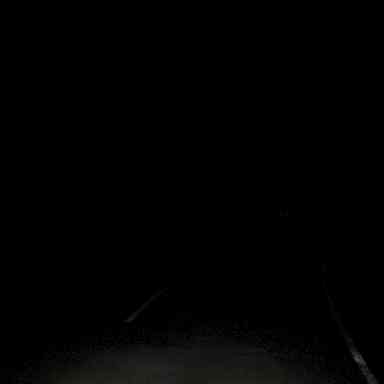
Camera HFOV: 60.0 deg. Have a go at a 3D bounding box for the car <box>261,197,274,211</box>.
[{"bbox_3d":[9.075,1.355,38.589,4.902,1.511,2.128,0,0,-36],"label":"car"}]

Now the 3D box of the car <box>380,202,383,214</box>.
[{"bbox_3d":[21.298,1.339,33.927,4.553,1.767,2.097,0,0,-32],"label":"car"}]

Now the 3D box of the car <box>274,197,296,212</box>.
[{"bbox_3d":[11.540,1.375,36.063,5.008,1.535,1.882,0,0,-36],"label":"car"}]
